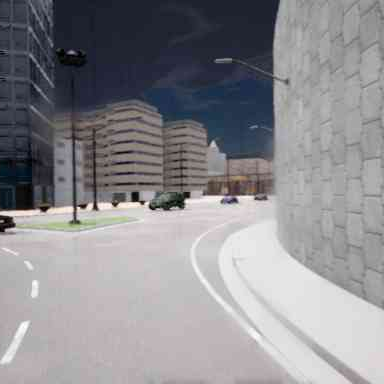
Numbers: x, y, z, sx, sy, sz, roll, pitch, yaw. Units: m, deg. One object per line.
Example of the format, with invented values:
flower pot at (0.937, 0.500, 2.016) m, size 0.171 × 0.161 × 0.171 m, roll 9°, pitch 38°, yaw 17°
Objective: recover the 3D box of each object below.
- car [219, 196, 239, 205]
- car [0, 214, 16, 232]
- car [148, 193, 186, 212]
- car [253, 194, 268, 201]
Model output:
car at (6.229, 1.323, 55.251) m, size 1.812 × 1.442 × 4.674 m, roll -1°, pitch 0°, yaw 31°
car at (-12.953, 1.745, 19.788) m, size 5.357 × 1.411 × 2.033 m, roll -1°, pitch 0°, yaw 25°
car at (-2.895, 1.207, 39.913) m, size 2.150 × 2.045 × 5.566 m, roll -1°, pitch 0°, yaw 31°
car at (14.187, 1.133, 68.602) m, size 1.837 × 1.490 × 4.892 m, roll -1°, pitch 0°, yaw 31°
